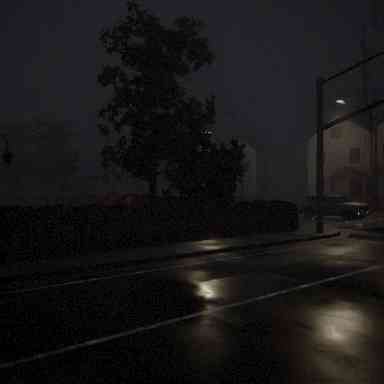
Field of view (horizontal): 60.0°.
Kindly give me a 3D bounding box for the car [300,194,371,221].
[{"bbox_3d":[11.707,1.221,27.605,2.150,2.045,5.566,0,0,-39],"label":"car"}]
